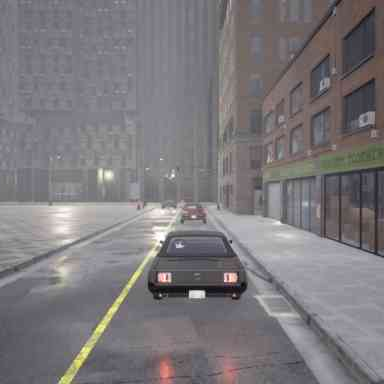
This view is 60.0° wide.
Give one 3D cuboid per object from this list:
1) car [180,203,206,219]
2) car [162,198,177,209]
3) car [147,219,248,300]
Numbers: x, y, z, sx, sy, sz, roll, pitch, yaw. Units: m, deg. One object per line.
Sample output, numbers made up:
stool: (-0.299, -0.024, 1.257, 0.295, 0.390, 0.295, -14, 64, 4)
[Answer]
car: (0.098, 1.525, 24.992, 1.812, 1.442, 4.674, 0, 0, 0)
car: (-3.005, 1.566, 44.559, 1.812, 1.442, 4.674, 0, 0, 0)
car: (0.098, 1.601, 8.350, 1.895, 1.301, 4.718, 0, 0, 0)
